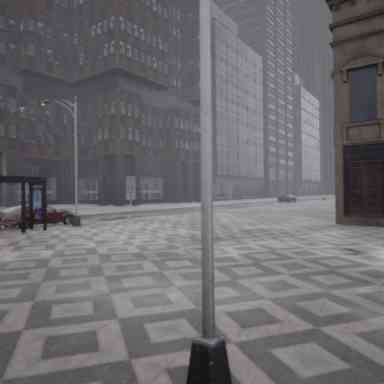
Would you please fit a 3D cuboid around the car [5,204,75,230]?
[{"bbox_3d":[-9.423,1.433,20.376,1.812,1.442,4.674,-1,0,35],"label":"car"}]

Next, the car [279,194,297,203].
[{"bbox_3d":[16.347,1.113,56.573,1.882,1.535,5.008,-1,0,35],"label":"car"}]
